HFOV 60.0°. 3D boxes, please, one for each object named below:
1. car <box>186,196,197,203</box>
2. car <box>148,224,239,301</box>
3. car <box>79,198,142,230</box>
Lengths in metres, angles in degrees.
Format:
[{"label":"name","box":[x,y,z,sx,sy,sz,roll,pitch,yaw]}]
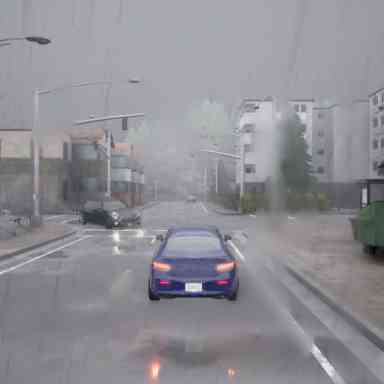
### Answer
[{"label":"car","box":[-0.127,1.526,66.849,1.812,1.442,4.674,0,0,0]},{"label":"car","box":[0.042,1.526,8.207,1.812,1.442,4.674,0,0,0]},{"label":"car","box":[-5.167,1.252,20.807,4.553,1.767,2.097,2,4,44]}]
